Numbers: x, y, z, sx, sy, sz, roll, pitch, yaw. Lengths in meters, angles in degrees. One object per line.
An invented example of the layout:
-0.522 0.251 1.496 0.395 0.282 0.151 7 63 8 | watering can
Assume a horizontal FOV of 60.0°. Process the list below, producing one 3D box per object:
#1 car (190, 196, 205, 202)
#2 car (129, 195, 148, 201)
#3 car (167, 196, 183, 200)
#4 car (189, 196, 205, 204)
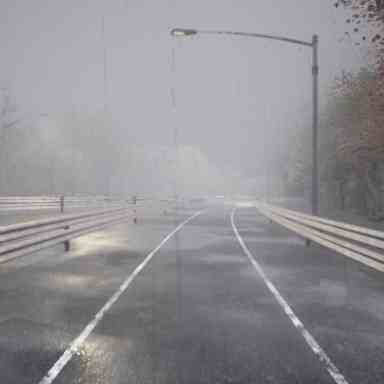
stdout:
1.258 1.600 74.585 1.994 1.385 4.181 0 -1 24 | car
-7.071 1.207 46.953 1.812 1.442 4.674 0 -1 24 | car
-3.553 1.521 72.318 2.033 1.411 5.357 0 -1 24 | car
1.029 1.513 65.273 1.812 1.442 4.674 2 0 24 | car
